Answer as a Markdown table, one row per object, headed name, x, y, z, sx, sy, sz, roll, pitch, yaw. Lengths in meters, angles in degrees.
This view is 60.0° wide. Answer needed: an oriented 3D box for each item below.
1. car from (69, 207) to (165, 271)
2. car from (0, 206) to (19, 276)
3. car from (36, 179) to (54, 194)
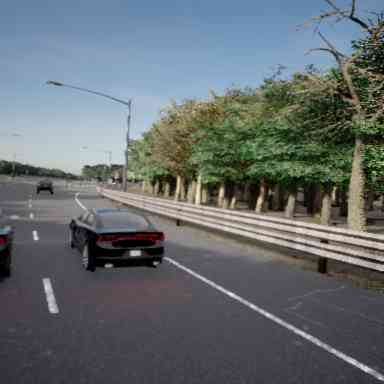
| name | x | y | z | sx | sy | sz | roll | pitch | yaw |
| --- | --- | --- | --- | --- | --- | --- | --- | --- | --- |
| car | -2.443 | 1.179 | 9.976 | 1.882 | 1.535 | 5.008 | 3 | 1 | -27 |
| car | -5.539 | 1.016 | 8.354 | 1.882 | 1.535 | 5.008 | 3 | 1 | -27 |
| car | -21.770 | -0.850 | 49.321 | 2.150 | 2.045 | 5.566 | 3 | 1 | -25 |
